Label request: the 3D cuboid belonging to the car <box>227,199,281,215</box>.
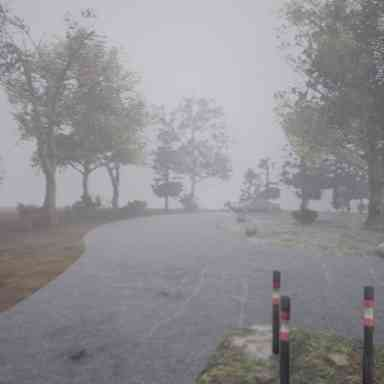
[{"bbox_3d":[6.178,1.438,32.737,5.357,1.411,2.033,0,0,-23],"label":"car"}]
